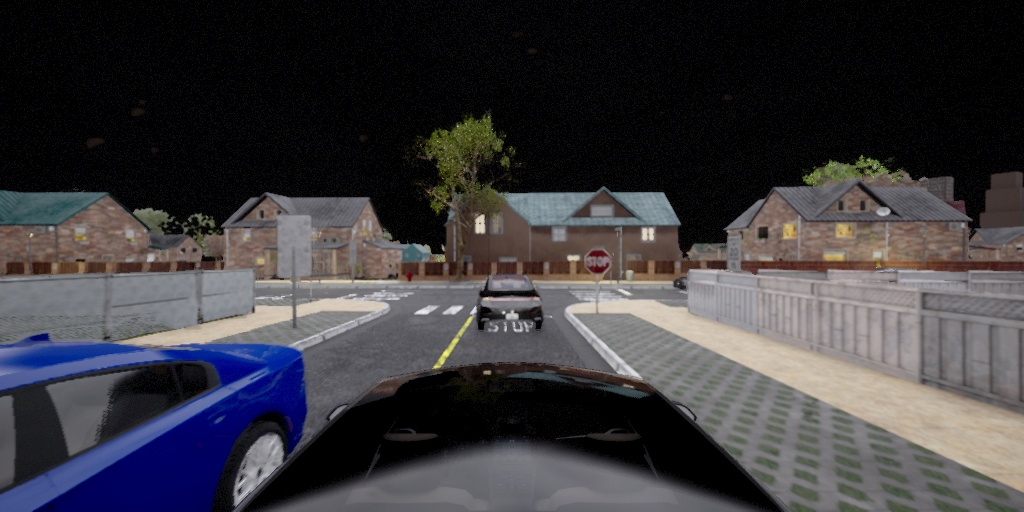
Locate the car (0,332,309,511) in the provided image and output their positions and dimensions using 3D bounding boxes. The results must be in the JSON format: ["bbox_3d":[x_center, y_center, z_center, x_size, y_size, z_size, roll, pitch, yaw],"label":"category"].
[{"bbox_3d":[-2.856,1.224,1.318,1.882,1.535,5.008,0,-1,0],"label":"car"}]

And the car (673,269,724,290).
[{"bbox_3d":[11.874,1.454,21.306,4.181,1.385,1.994,0,1,1],"label":"car"}]

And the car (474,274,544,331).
[{"bbox_3d":[-0.160,1.331,11.426,2.128,1.511,4.902,0,-1,-4],"label":"car"}]

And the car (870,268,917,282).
[{"bbox_3d":[22.073,1.410,21.030,4.674,1.442,1.812,0,1,1],"label":"car"}]
